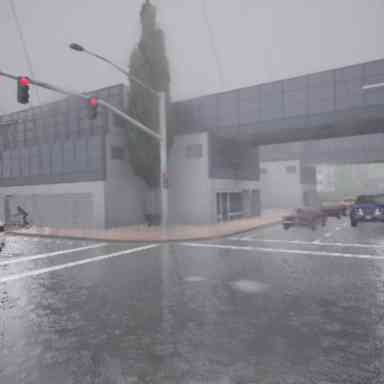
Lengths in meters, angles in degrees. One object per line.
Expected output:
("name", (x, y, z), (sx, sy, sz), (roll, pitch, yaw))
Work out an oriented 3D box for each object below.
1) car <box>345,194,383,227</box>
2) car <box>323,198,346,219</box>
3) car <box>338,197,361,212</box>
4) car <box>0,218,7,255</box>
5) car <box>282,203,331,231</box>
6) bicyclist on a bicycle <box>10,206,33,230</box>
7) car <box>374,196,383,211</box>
("car", (11.936, 1.148, 22.060), (2.150, 2.045, 5.566), (-2, -1, 32))
("car", (12.254, 1.468, 29.105), (1.882, 1.535, 5.008), (-2, -1, 32))
("car", (18.589, 1.412, 39.129), (1.882, 1.535, 5.008), (-2, 0, 32))
("car", (-9.530, 1.593, 12.961), (5.566, 2.045, 2.150), (-2, -1, 32))
("car", (7.235, 1.636, 21.155), (1.895, 1.301, 4.718), (-2, -1, 32))
("bicyclist on a bicycle", (-12.252, 1.855, 23.924), (0.582, 1.620, 1.656), (-2, -1, 33))
("car", (22.552, 1.309, 38.837), (1.882, 1.535, 5.008), (-2, -1, 32))
